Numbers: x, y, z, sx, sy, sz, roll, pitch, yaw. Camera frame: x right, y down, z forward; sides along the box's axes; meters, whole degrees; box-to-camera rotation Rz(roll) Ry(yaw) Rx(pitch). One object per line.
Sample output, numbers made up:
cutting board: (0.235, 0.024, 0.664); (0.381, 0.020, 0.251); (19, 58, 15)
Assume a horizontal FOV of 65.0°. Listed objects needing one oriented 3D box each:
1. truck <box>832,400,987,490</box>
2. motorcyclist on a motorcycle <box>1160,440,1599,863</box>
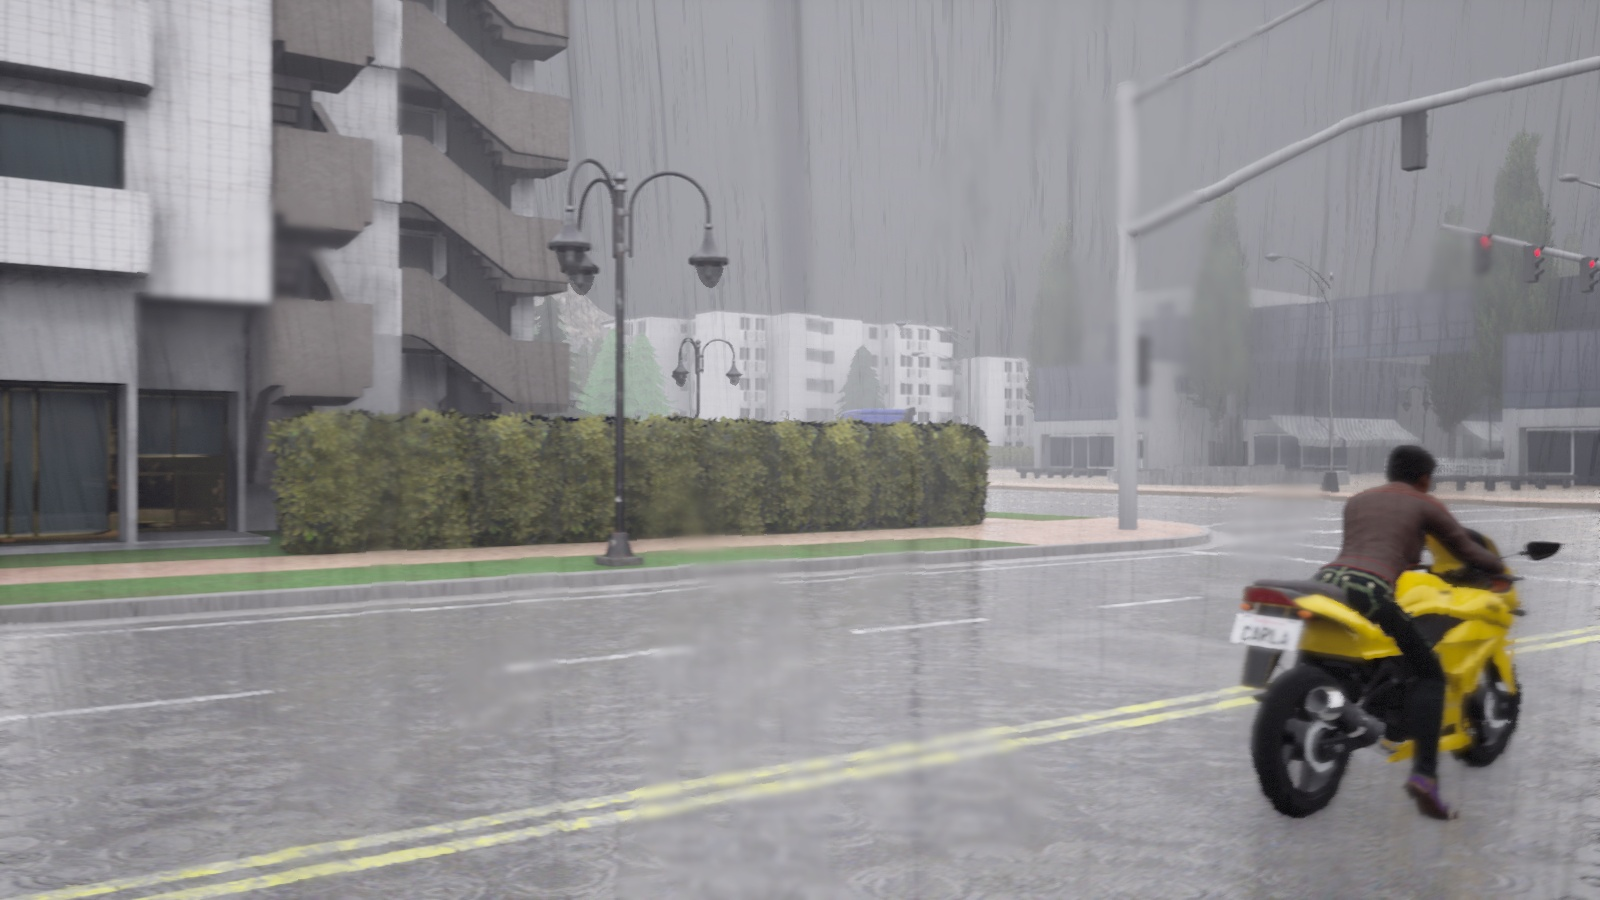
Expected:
truck: (4.395, -0.178, 52.386); (2.891, 3.462, 7.936); (0, 0, -25)
motorcyclist on a motorcycle: (2.554, 0.726, 5.436); (2.044, 1.523, 0.797); (0, 0, -35)
